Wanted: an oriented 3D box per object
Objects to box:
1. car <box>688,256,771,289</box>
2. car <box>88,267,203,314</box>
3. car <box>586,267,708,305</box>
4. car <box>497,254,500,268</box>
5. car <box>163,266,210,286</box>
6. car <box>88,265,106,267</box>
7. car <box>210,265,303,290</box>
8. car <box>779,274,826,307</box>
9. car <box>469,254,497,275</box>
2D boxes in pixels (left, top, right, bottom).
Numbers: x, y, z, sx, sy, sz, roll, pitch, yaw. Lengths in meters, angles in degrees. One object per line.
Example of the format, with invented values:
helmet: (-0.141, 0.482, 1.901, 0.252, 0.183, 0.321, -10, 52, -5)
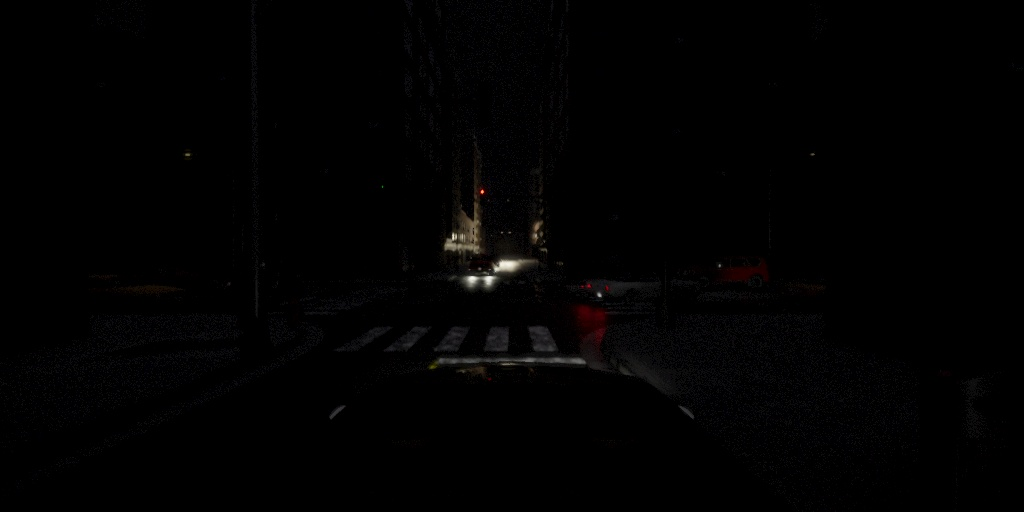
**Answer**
car: (12.316, 0.926, 20.977, 5.009, 1.841, 2.192, 0, 0, 0)
car: (-14.402, 1.242, 12.939, 4.829, 1.417, 1.751, 0, 0, 0)
car: (5.687, 1.277, 15.314, 4.718, 1.301, 1.895, 0, 0, -19)
car: (-2.926, 0.668, 53.160, 2.150, 2.045, 5.566, 0, 0, 0)
car: (-19.980, 1.222, 20.961, 4.207, 1.307, 1.802, 0, 0, 0)
car: (-25.392, 1.209, 20.959, 4.313, 1.339, 1.948, 0, 0, 0)
car: (-14.567, 1.201, 20.964, 4.313, 1.339, 1.948, 0, 0, 0)
car: (12.481, 1.218, 12.952, 4.829, 1.417, 1.751, 0, 0, 0)
car: (-2.909, 0.778, 35.163, 2.150, 2.045, 5.566, 0, 0, 0)
